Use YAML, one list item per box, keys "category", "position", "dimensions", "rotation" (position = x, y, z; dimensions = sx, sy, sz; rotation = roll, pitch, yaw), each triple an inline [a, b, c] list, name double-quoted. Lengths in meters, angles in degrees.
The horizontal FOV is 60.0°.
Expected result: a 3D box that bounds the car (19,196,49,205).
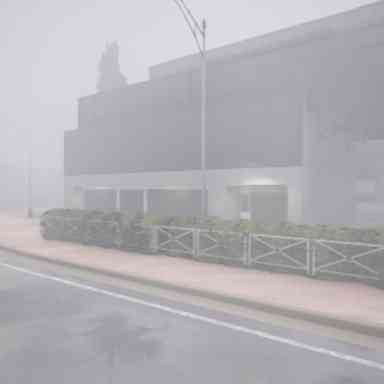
- category: "car"
  position: [-26.755, 1.363, 56.484]
  dimensions: [2.033, 1.411, 5.357]
  rotation: [0, 0, 15]
